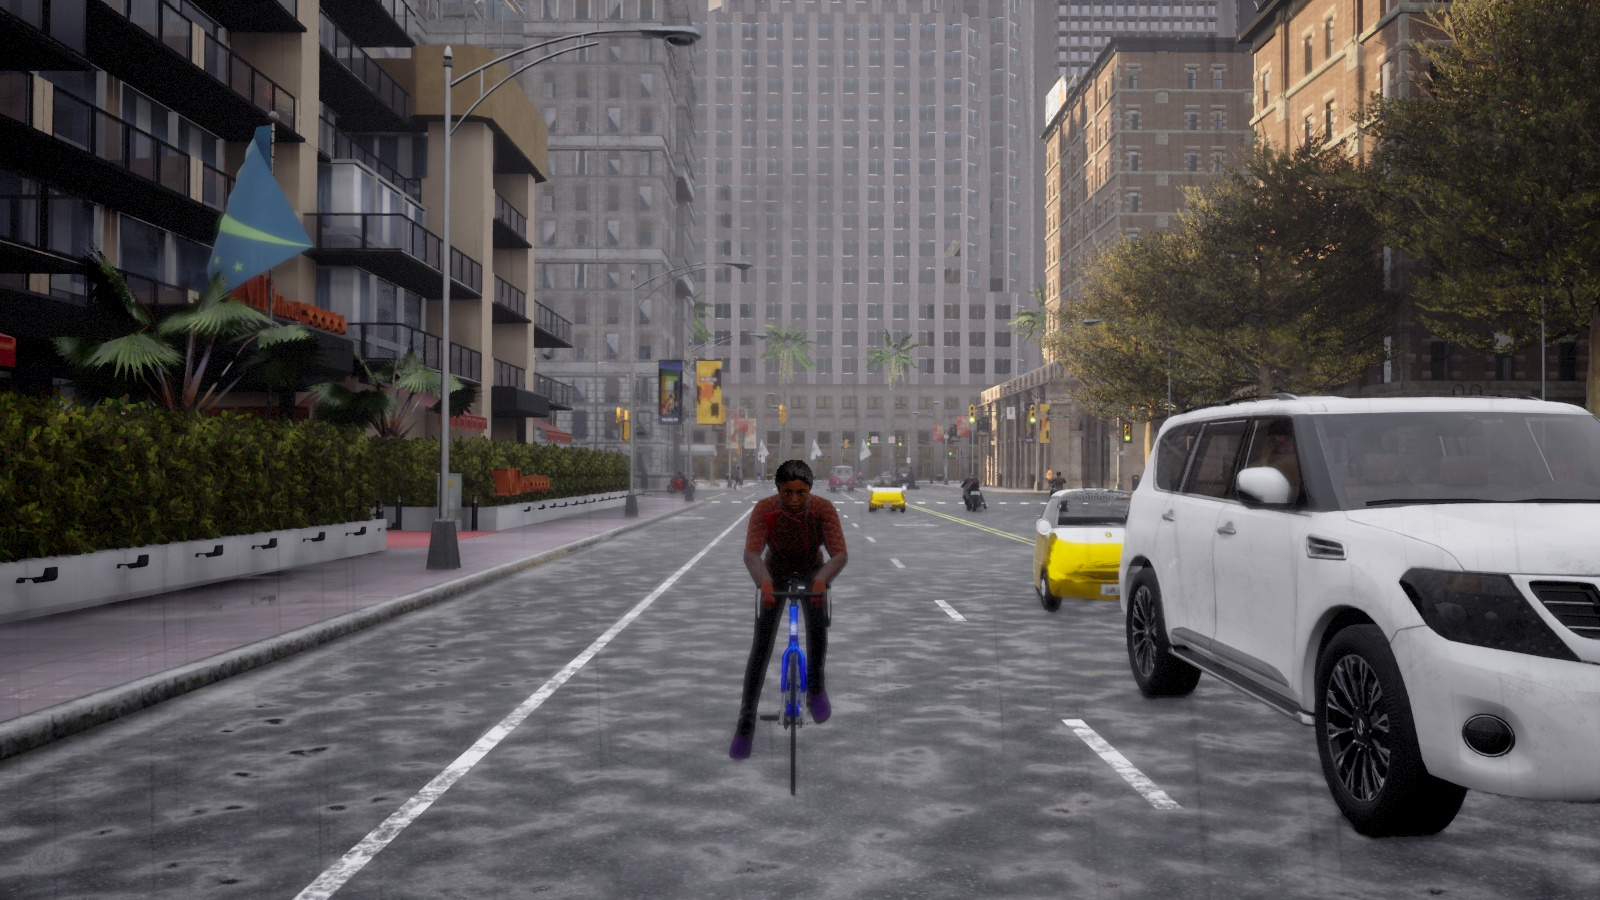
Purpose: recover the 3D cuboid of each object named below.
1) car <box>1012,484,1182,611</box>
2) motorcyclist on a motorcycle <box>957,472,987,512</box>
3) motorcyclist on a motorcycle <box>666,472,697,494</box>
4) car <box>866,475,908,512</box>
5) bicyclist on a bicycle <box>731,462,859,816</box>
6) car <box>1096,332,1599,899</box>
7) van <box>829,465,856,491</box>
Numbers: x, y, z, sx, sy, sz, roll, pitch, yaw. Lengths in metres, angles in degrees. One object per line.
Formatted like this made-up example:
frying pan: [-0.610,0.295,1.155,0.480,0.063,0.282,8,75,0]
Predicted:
car: [3.445,1.105,14.899,1.481,1.376,2.207,0,-1,0]
motorcyclist on a motorcycle: [6.820,1.657,49.863,0.866,1.530,2.191,0,-1,0]
motorcyclist on a motorcycle: [-8.206,2.285,86.959,2.044,1.523,0.797,0,-1,-22]
car: [3.325,1.665,48.303,1.481,1.376,2.207,0,-1,0]
bicyclist on a bicycle: [-0.026,0.878,6.609,0.582,1.620,1.656,0,-1,0]
car: [3.470,0.642,7.276,2.150,2.045,5.566,0,-1,0]
van: [3.304,2.199,98.260,1.775,1.987,4.442,0,-1,-3]
